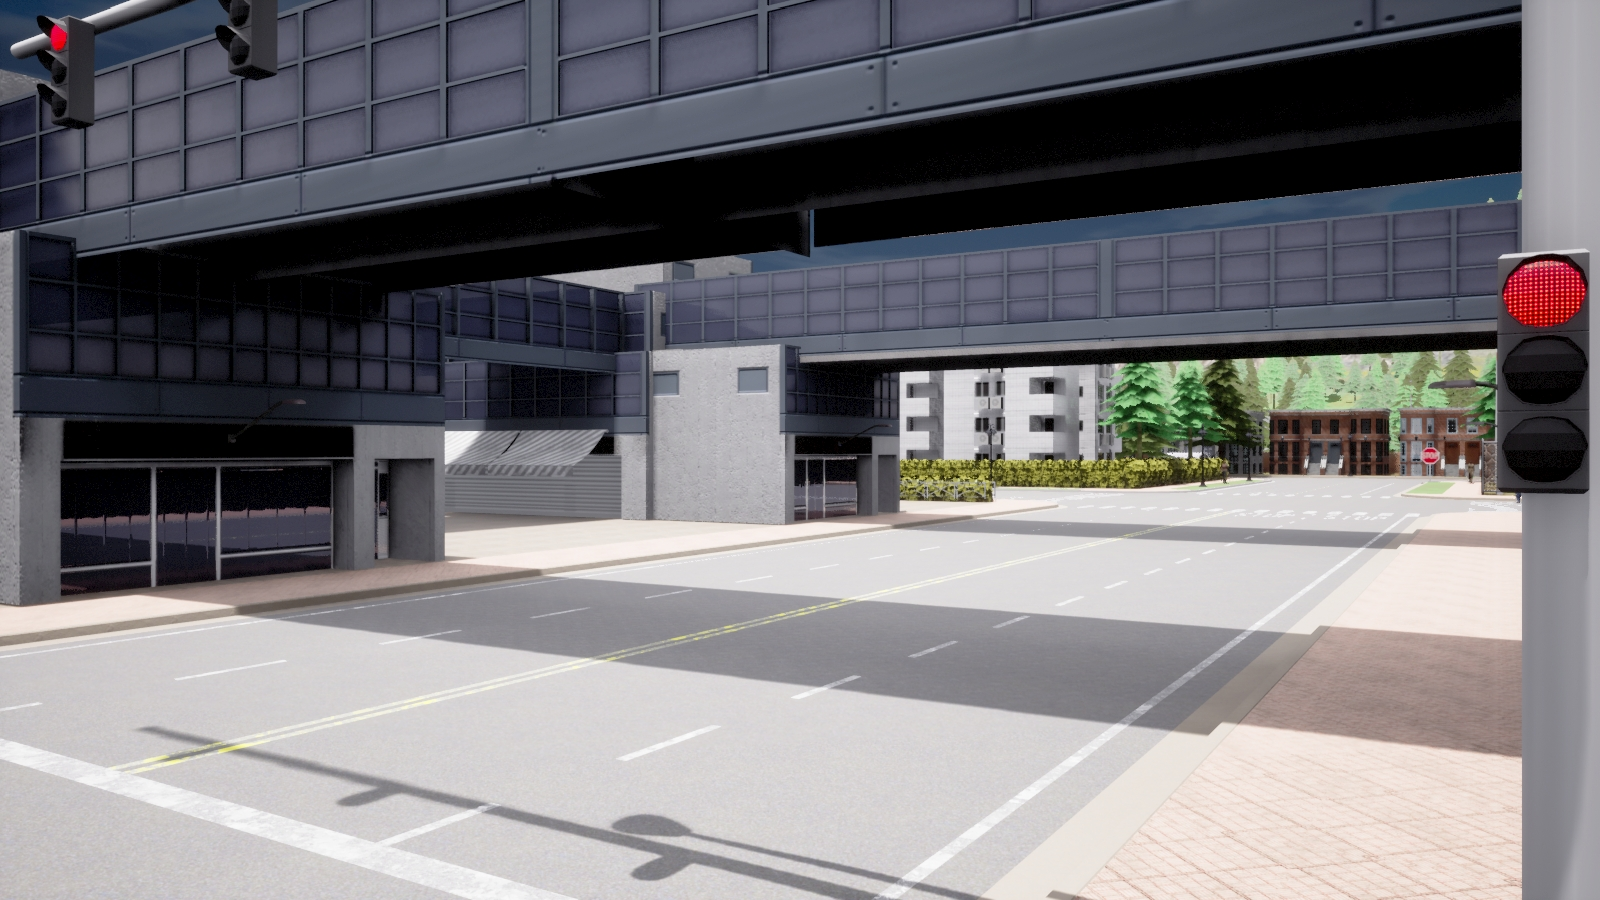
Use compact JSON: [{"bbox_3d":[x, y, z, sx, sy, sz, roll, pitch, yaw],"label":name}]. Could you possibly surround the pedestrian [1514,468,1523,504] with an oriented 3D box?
[{"bbox_3d":[37.252,1.849,59.242,0.375,1.860,0.375,0,0,31],"label":"pedestrian"}]
